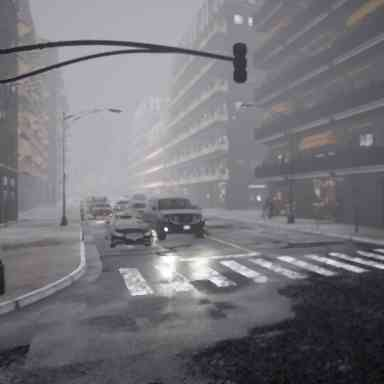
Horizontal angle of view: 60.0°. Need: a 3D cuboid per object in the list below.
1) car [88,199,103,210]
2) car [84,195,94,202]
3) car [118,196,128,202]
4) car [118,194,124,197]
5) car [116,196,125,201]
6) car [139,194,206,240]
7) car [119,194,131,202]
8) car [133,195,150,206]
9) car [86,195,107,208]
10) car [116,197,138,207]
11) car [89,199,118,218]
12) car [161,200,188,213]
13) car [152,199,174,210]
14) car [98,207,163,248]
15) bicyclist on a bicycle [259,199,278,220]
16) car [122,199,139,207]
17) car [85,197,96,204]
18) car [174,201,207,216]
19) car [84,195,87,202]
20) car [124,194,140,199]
[{"bbox_3d":[-13.499,1.660,46.400,1.752,1.417,4.829,1,0,-19],"label":"car"},{"bbox_3d":[-25.971,1.575,83.505,2.192,1.841,5.009,1,0,-19],"label":"car"},{"bbox_3d":[-18.020,1.778,86.143,2.008,1.369,4.403,1,0,-19],"label":"car"},{"bbox_3d":[-11.467,1.368,58.487,2.150,2.045,5.566,0,0,-19],"label":"car"},{"bbox_3d":[-19.794,1.811,91.420,1.947,1.339,4.313,1,0,-19],"label":"car"},{"bbox_3d":[-1.103,1.255,17.625,2.150,2.045,5.566,0,0,-19],"label":"car"},{"bbox_3d":[-16.244,1.523,80.866,2.192,1.841,5.009,1,0,-19],"label":"car"},{"bbox_3d":[-9.146,1.452,59.756,2.192,1.841,5.009,1,0,-19],"label":"car"},{"bbox_3d":[-10.002,1.416,36.007,2.192,1.841,5.009,1,0,-19],"label":"car"},{"bbox_3d":[-7.463,1.616,36.573,1.812,1.442,4.674,0,0,-18],"label":"car"},{"bbox_3d":[-8.230,1.630,30.728,1.887,1.381,4.507,1,0,-19],"label":"car"},{"bbox_3d":[-2.050,1.619,38.645,2.008,1.369,4.403,1,0,-19],"label":"car"},{"bbox_3d":[-3.878,1.611,44.083,1.752,1.417,4.829,1,0,-19],"label":"car"},{"bbox_3d":[-2.906,1.588,14.895,2.008,1.369,4.403,1,0,-19],"label":"car"},{"bbox_3d":[5.706,1.312,24.789,1.656,1.620,0.582,-1,0,-19],"label":"bicyclist on a bicycle"},{"bbox_3d":[-4.263,1.566,27.031,1.837,1.490,4.892,0,0,-18],"label":"car"},{"bbox_3d":[-20.651,1.771,67.671,1.947,1.339,4.313,1,0,-19],"label":"car"},{"bbox_3d":[-0.276,1.603,33.367,2.008,1.369,4.403,1,0,-19],"label":"car"},{"bbox_3d":[-15.325,1.467,51.840,2.192,1.841,5.009,1,0,-19],"label":"car"},{"bbox_3d":[-8.063,1.334,48.388,2.150,2.045,5.566,0,0,-18],"label":"car"}]
